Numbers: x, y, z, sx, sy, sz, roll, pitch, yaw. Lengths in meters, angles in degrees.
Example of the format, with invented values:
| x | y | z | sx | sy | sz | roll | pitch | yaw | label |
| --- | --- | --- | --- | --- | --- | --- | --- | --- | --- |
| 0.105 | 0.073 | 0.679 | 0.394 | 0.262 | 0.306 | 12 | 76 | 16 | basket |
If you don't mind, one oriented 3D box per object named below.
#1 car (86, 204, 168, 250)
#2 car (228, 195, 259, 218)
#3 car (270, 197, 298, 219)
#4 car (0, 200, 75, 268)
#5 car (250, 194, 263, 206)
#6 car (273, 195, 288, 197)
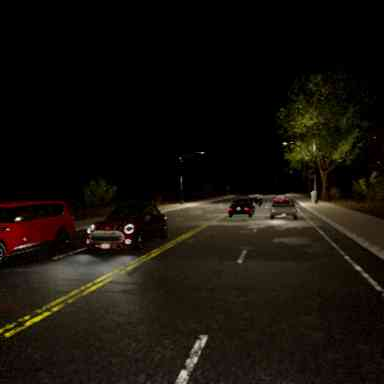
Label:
| x | y | z | sx | sy | sz | roll | pitch | yaw | label |
| --- | --- | --- | --- | --- | --- | --- | --- | --- | --- |
| -2.639 | 1.370 | 14.366 | 2.097 | 1.767 | 4.553 | -2 | 0 | 14 | car |
| 4.143 | 1.300 | 27.499 | 2.033 | 1.411 | 5.357 | -2 | 0 | 15 | car |
| 6.859 | 1.283 | 25.034 | 1.895 | 1.301 | 4.718 | -2 | 0 | 15 | car |
| -6.526 | 1.370 | 12.002 | 2.150 | 2.045 | 5.566 | -2 | 0 | 15 | car |
| 8.152 | 1.041 | 43.360 | 2.128 | 1.511 | 4.902 | -2 | 0 | 14 | car |
| 11.372 | 1.018 | 42.832 | 1.994 | 1.385 | 4.181 | -2 | 0 | 14 | car |
